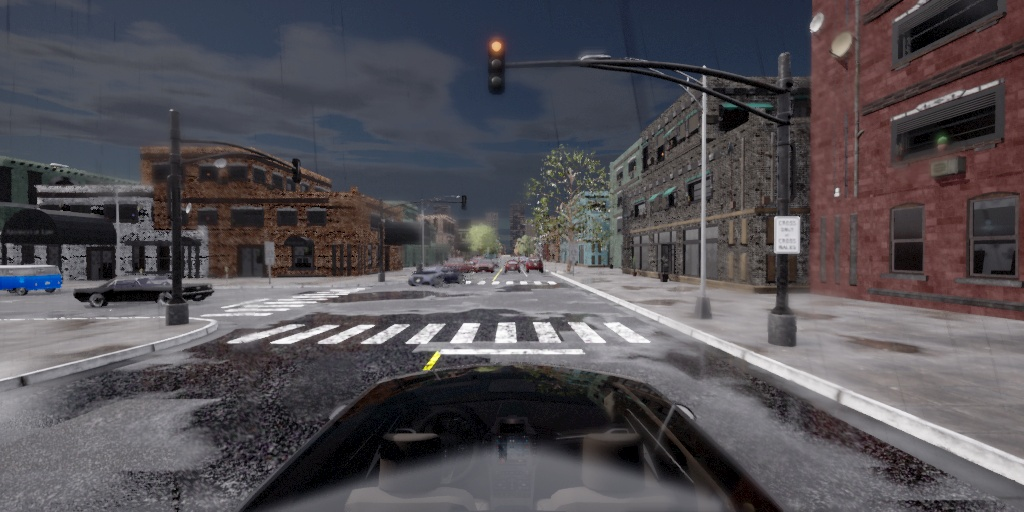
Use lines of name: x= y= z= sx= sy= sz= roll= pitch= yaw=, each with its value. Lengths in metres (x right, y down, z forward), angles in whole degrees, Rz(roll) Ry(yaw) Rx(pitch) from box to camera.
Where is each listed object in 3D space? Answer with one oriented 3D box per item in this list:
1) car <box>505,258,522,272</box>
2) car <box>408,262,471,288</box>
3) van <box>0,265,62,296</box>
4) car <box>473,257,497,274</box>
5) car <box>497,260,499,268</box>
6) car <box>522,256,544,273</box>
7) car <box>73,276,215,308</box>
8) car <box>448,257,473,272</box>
car: x=0.067 y=1.265 z=45.848 sx=1.812 sy=1.442 sz=4.674 roll=0 pitch=0 yaw=0
car: x=-4.895 y=1.324 z=23.801 sx=1.994 sy=1.385 sz=4.181 roll=0 pitch=0 yaw=25
van: x=-30.312 y=1.458 z=21.972 sx=3.998 sy=1.789 sz=1.690 roll=0 pitch=0 yaw=-1
car: x=-3.128 y=1.092 z=41.532 sx=2.097 sy=1.767 sz=4.553 roll=0 pitch=0 yaw=0
car: x=-3.122 y=1.241 z=58.743 sx=1.837 sy=1.490 sz=4.892 roll=0 pitch=0 yaw=0
car: x=2.663 y=1.055 z=42.860 sx=2.192 sy=1.841 sz=5.009 roll=0 pitch=0 yaw=0
car: x=-16.547 y=1.576 z=16.351 sx=4.718 sy=1.301 sz=1.895 roll=-1 pitch=1 yaw=-1
car: x=-5.713 y=1.057 z=37.309 sx=2.192 sy=1.841 sz=5.009 roll=0 pitch=0 yaw=0
